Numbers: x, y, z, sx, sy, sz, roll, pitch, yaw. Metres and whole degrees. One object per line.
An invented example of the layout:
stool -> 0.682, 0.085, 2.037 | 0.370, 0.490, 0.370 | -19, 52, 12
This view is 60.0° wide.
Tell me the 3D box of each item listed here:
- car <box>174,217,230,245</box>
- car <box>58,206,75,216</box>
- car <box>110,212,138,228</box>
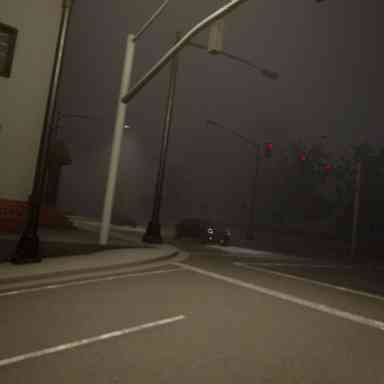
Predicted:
car -> 0.719, 2.675, 23.743 | 2.097, 1.767, 4.553 | 10, -6, -36
car -> -20.028, 2.959, 52.229 | 2.033, 1.411, 5.357 | 10, -6, -36
car -> -7.393, 2.830, 34.805 | 1.882, 1.535, 5.008 | 10, -6, -36
